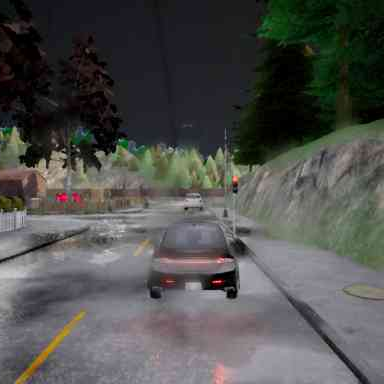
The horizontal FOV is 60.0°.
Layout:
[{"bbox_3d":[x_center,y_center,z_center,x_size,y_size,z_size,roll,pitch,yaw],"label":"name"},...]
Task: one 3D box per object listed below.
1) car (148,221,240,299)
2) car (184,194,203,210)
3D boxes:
[{"bbox_3d":[0.054,1.492,8.458,2.128,1.511,4.902,0,0,1],"label":"car"},{"bbox_3d":[0.174,1.221,42.131,2.150,2.045,5.566,0,0,0],"label":"car"}]
